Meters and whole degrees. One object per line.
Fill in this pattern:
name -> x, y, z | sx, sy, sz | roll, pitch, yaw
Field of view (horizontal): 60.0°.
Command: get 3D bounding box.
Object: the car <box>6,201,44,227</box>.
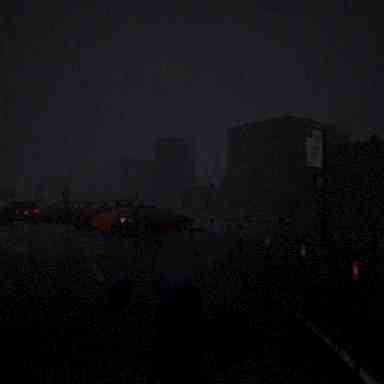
car -> -14.969, 1.829, 28.806 | 2.150, 2.045, 5.566 | 0, -2, -39

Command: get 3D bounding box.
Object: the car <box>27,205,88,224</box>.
car -> -13.349, 2.179, 33.195 | 5.366, 1.575, 1.946 | 0, -2, -39

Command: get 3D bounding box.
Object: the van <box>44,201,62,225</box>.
van -> -9.827, 1.763, 28.397 | 4.442, 1.987, 1.878 | 0, -2, -39

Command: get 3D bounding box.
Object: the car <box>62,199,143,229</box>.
car -> -5.845, 1.570, 23.658 | 5.566, 2.045, 2.435 | 0, -2, -39

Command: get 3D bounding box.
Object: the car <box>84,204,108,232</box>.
car -> -3.970, 1.758, 21.415 | 5.008, 1.535, 2.097 | 0, -1, -39

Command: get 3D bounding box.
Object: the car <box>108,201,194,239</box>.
car -> -2.065, 1.568, 19.056 | 4.553, 1.767, 2.185 | 0, -1, -39

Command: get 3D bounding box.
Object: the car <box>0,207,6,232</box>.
car -> -14.452, 1.923, 22.799 | 1.882, 1.535, 5.008 | 0, -2, -39
